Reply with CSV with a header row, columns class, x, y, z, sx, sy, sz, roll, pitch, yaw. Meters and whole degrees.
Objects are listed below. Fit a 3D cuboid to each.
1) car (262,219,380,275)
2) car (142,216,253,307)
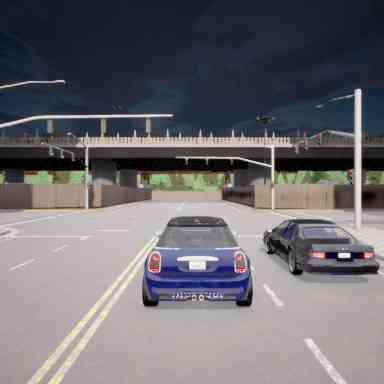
class,x,y,z,sx,sy,sz,roll,pitch,yaw
car,3.605,1.547,10.378,2.033,1.411,5.357,0,0,0
car,0.104,1.352,8.159,2.097,1.767,4.553,0,0,0
